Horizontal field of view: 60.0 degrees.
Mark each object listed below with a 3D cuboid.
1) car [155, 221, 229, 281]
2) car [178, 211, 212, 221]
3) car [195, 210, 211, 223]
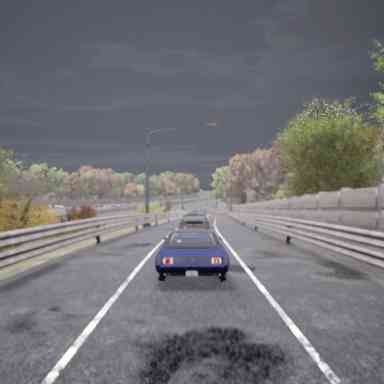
[{"bbox_3d":[0.018,1.818,10.519,1.895,1.301,4.718,0,-2,0],"label":"car"},{"bbox_3d":[0.183,2.137,20.958,1.837,1.490,4.892,0,-3,1],"label":"car"},{"bbox_3d":[1.663,3.423,47.891,2.097,1.767,4.553,0,-3,5],"label":"car"}]
